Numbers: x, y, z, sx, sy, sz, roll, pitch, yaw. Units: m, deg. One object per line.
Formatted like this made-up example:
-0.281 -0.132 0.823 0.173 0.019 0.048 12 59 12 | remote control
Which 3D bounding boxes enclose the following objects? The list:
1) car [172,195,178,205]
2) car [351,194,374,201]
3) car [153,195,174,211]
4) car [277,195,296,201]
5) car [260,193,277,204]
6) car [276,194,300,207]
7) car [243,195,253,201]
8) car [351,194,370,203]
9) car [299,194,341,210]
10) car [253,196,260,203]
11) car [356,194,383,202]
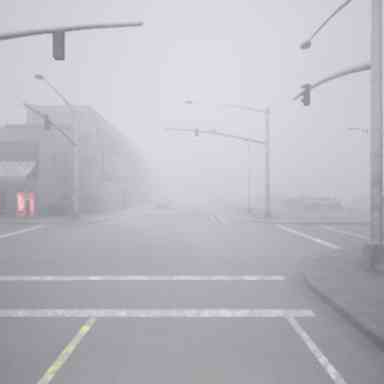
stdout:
-3.555 1.317 57.060 2.097 1.767 4.553 0 0 0 | car
39.917 1.303 77.941 4.514 1.523 2.007 0 0 0 | car
-3.589 1.500 40.952 1.812 1.442 4.674 0 0 0 | car
21.304 1.351 74.949 3.806 1.475 1.970 0 0 0 | car
14.161 1.056 56.439 3.866 1.878 1.905 0 0 0 | car
14.163 1.140 43.644 5.027 1.636 2.152 0 0 0 | car
13.883 1.339 77.928 3.633 1.501 1.845 0 0 0 | car
32.298 1.293 62.958 3.633 1.501 1.845 0 0 0 | car
14.488 1.223 37.227 3.806 1.475 1.970 0 0 0 | car
13.749 1.074 59.344 4.605 1.855 1.932 0 0 0 | car
39.970 1.296 74.805 5.027 1.636 2.152 0 0 0 | car
